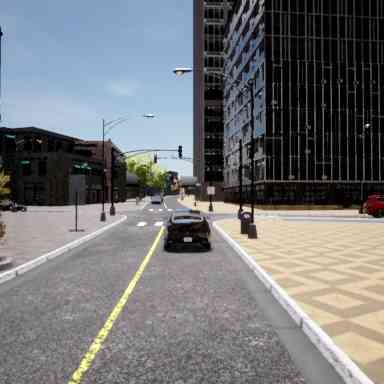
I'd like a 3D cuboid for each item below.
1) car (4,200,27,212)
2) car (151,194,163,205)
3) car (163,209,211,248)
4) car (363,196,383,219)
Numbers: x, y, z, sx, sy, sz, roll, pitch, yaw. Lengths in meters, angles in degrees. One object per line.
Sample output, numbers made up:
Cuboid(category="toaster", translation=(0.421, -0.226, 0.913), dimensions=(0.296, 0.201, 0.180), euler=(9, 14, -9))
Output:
Cuboid(category="car", translation=(-20.555, 1.568, 37.122), dimensions=(4.313, 1.339, 1.947), euler=(0, -1, 18))
Cuboid(category="car", translation=(-6.298, 1.562, 58.963), dimensions=(2.033, 1.411, 5.357), euler=(0, 0, -6))
Cuboid(category="car", translation=(-0.226, 1.510, 14.698), dimensions=(1.837, 1.490, 4.892), euler=(0, 0, -2))
Cuboid(category="car", translation=(15.765, 1.188, 25.206), dimensions=(5.009, 1.841, 2.192), euler=(0, -1, 18))
